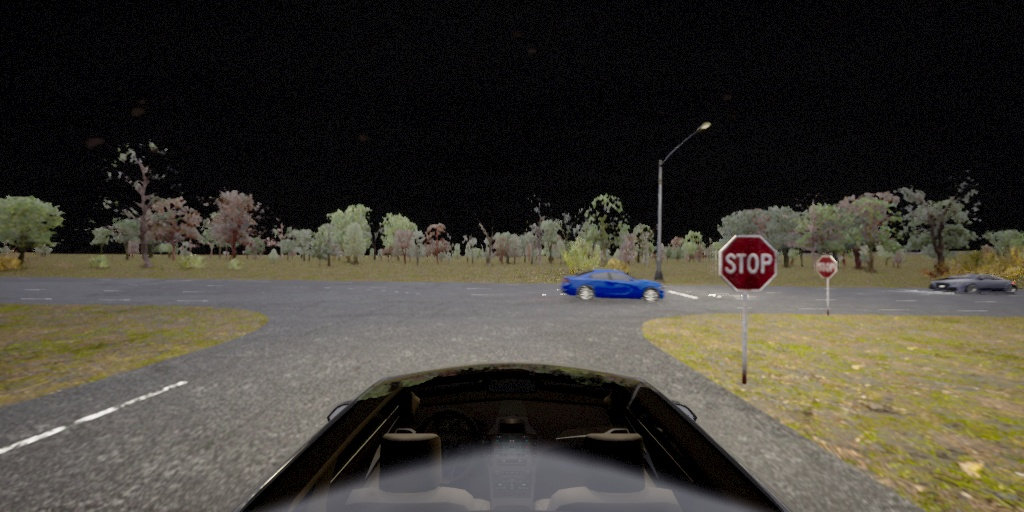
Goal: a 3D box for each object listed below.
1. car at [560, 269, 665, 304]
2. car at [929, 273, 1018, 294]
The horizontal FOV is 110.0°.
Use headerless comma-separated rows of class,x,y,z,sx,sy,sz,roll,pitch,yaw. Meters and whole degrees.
car,4.904,1.421,17.719,5.008,1.535,1.882,1,0,0
car,31.444,1.892,24.535,4.181,1.385,1.994,0,0,0
